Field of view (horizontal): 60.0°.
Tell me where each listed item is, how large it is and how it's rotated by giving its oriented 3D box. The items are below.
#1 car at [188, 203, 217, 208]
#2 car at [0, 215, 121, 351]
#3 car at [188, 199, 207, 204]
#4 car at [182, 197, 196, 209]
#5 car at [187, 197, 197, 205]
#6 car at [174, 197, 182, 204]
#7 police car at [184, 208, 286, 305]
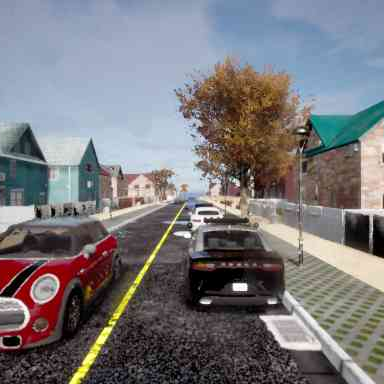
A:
[{"bbox_3d":[0.822,1.534,18.179,1.812,1.442,4.674,0,0,0],"label":"car"},{"bbox_3d":[-2.851,1.354,6.546,2.097,1.767,4.553,0,0,0],"label":"car"},{"bbox_3d":[0.821,1.517,24.179,1.837,1.490,4.892,0,0,0],"label":"car"},{"bbox_3d":[0.022,1.648,46.038,2.033,1.411,5.357,0,0,0],"label":"car"},{"bbox_3d":[-0.009,1.676,63.090,1.882,1.535,5.008,0,0,0],"label":"car"},{"bbox_3d":[-2.760,1.784,69.900,2.033,1.411,5.357,0,0,0],"label":"car"},{"bbox_3d":[0.824,1.428,8.288,1.930,1.638,5.238,0,0,0],"label":"police car"}]
